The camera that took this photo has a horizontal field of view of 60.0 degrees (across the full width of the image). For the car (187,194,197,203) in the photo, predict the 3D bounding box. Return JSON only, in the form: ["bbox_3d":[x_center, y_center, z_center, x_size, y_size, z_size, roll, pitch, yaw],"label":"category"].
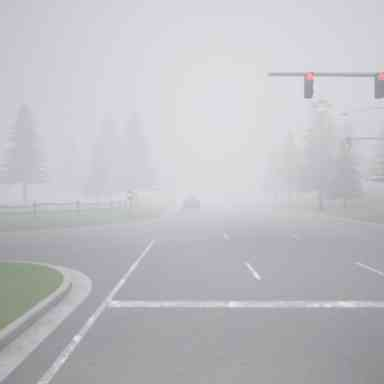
[{"bbox_3d":[-0.084,1.388,71.293,2.097,1.767,4.553,0,0,0],"label":"car"}]

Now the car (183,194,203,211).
[{"bbox_3d":[-0.047,1.375,40.256,2.097,1.767,4.553,0,0,0],"label":"car"}]

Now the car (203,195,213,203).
[{"bbox_3d":[3.416,1.585,71.327,1.994,1.385,4.181,0,0,0],"label":"car"}]

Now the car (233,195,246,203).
[{"bbox_3d":[10.416,1.556,71.335,1.812,1.442,4.674,0,0,0],"label":"car"}]

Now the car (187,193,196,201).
[{"bbox_3d":[-0.096,1.233,81.296,2.097,1.767,4.553,0,0,0],"label":"car"}]

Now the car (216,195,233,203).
[{"bbox_3d":[6.916,1.571,70.914,2.033,1.411,5.357,0,0,0],"label":"car"}]

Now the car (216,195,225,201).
[{"bbox_3d":[6.904,1.430,81.334,1.994,1.385,4.181,0,0,0],"label":"car"}]

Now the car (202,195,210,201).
[{"bbox_3d":[3.404,1.473,81.360,1.895,1.301,4.718,0,0,0],"label":"car"}]

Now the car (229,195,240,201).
[{"bbox_3d":[10.404,1.430,81.339,1.994,1.385,4.181,0,0,0],"label":"car"}]
